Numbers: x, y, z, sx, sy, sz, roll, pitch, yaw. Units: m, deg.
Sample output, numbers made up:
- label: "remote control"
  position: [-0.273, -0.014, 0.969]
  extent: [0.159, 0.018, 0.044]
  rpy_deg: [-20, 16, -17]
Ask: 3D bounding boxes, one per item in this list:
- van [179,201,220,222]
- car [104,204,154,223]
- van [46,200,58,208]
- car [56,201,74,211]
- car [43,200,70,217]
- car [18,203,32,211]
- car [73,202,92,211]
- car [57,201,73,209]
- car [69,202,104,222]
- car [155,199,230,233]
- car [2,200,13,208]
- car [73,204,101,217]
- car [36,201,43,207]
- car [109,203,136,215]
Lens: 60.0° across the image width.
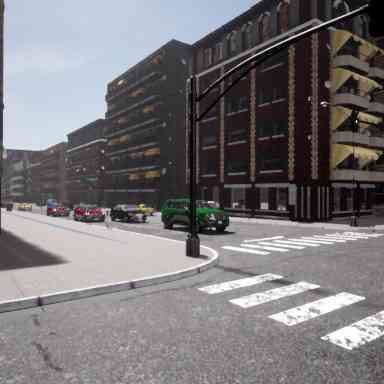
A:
- label: "van"
  position: [0.646, 1.751, 31.200]
  extent: [1.690, 1.788, 3.998]
  rpy_deg: [-1, 0, -36]
- label: "car"
  position: [-5.823, 1.924, 30.070]
  extent: [2.128, 1.511, 4.902]
  rpy_deg: [0, -1, -36]
- label: "van"
  position: [-32.463, 2.684, 76.886]
  extent: [1.690, 1.788, 3.998]
  rpy_deg: [-1, 0, -36]
- label: "car"
  position: [-22.439, 2.467, 58.618]
  extent: [1.882, 1.535, 5.008]
  rpy_deg: [0, -2, -36]
- label: "car"
  position: [-16.128, 2.094, 39.978]
  extent: [1.967, 1.590, 4.097]
  rpy_deg: [-1, 0, -36]
- label: "car"
  position: [-29.215, 2.551, 58.153]
  extent: [1.752, 1.417, 4.829]
  rpy_deg: [-1, 0, -36]
- label: "car"
  position: [-19.370, 2.496, 58.709]
  extent: [1.752, 1.417, 4.829]
  rpy_deg: [-1, 0, -36]
- label: "car"
  position: [-25.866, 2.595, 67.728]
  extent: [1.967, 1.590, 4.097]
  rpy_deg: [-1, 0, -36]
- label: "car"
  position: [-9.534, 1.908, 30.821]
  extent: [1.967, 1.590, 4.097]
  rpy_deg: [-1, 0, -36]
- label: "car"
  position: [0.042, 1.490, 21.923]
  extent: [2.150, 2.045, 5.566]
  rpy_deg: [0, -1, -36]
- label: "car"
  position: [-42.507, 2.719, 76.606]
  extent: [2.192, 1.841, 5.009]
  rpy_deg: [-1, 0, -36]
- label: "car"
  position: [-12.471, 2.184, 39.329]
  extent: [1.994, 1.385, 4.181]
  rpy_deg: [0, -1, -36]
- label: "car"
  position: [-39.051, 3.097, 86.040]
  extent: [1.947, 1.339, 4.313]
  rpy_deg: [-1, 0, -36]
- label: "car"
  position: [-9.378, 2.253, 44.835]
  extent: [1.947, 1.339, 4.313]
  rpy_deg: [-1, 0, -36]
